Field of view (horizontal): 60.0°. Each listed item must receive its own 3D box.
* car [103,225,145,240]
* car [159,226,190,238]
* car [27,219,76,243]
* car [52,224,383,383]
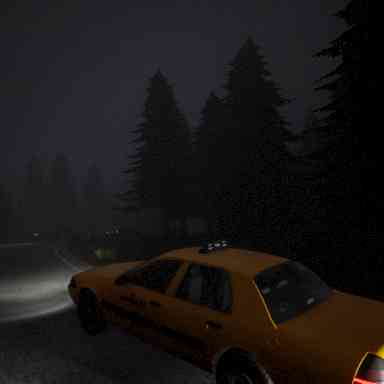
[{"bbox_3d":[-7.450,4.510,36.984,2.033,1.411,5.357,-4,-8,20],"label":"car"},{"bbox_3d":[-2.326,5.543,46.289,1.882,1.535,5.008,-5,-8,30],"label":"car"},{"bbox_3d":[-12.486,3.479,30.242,2.150,2.045,5.566,-4,-7,9],"label":"car"},{"bbox_3d":[0.111,1.441,4.761,5.366,1.575,1.801,0,1,43],"label":"car"}]
